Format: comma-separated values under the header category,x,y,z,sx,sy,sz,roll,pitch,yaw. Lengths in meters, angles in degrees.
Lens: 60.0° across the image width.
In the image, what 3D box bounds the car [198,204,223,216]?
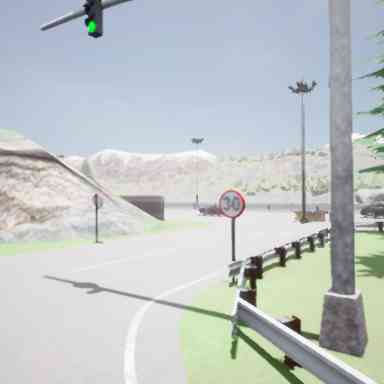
category,x,y,z,sx,sy,sz,roll,pitch,yaw
car,3.163,2.053,37.954,4.718,1.301,1.895,-1,-1,34

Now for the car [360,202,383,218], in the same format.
category,x,y,z,sx,sy,sz,roll,pitch,yaw
car,18.736,1.768,31.607,4.892,1.490,1.837,-1,-1,34
